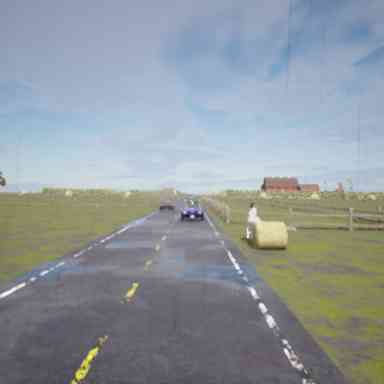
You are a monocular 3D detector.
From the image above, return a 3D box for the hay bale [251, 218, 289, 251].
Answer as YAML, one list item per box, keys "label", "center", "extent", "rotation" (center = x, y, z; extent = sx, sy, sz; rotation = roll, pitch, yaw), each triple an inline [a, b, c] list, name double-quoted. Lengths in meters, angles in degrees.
- label: "hay bale"
  center: [3.111, 1.677, 13.382]
  extent: [1.220, 1.180, 1.240]
  rotation: [-1, -1, 0]

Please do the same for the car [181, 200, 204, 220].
- label: "car"
  center: [0.046, 1.646, 28.321]
  extent: [1.895, 1.301, 4.718]
  rotation: [0, 0, 0]

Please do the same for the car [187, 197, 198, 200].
- label: "car"
  center: [0.045, 1.422, 44.635]
  extent: [2.097, 1.767, 4.553]
  rotation: [0, 0, 0]

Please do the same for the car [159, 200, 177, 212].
- label: "car"
  center: [-2.853, 1.664, 39.491]
  extent: [1.895, 1.301, 4.718]
  rotation: [0, 0, 0]

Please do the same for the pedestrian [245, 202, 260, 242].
- label: "pedestrian"
  center: [2.666, 1.327, 14.495]
  extent: [0.375, 1.860, 0.375]
  rotation: [1, -1, 2]
